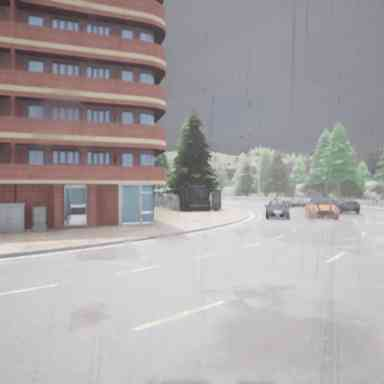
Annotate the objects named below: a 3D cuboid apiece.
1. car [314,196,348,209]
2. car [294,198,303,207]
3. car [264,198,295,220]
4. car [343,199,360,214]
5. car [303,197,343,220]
[{"bbox_3d":[18.333,1.362,44.038,1.882,1.535,5.008,0,0,-8],"label":"car"},{"bbox_3d":[14.244,1.491,46.757,1.895,1.301,4.718,0,0,-14],"label":"car"},{"bbox_3d":[7.112,1.431,27.588,2.128,1.511,4.902,0,0,15],"label":"car"},{"bbox_3d":[15.276,1.399,33.640,2.128,1.511,4.902,0,0,5],"label":"car"},{"bbox_3d":[10.532,1.282,27.044,2.097,1.767,4.553,0,0,14],"label":"car"}]
